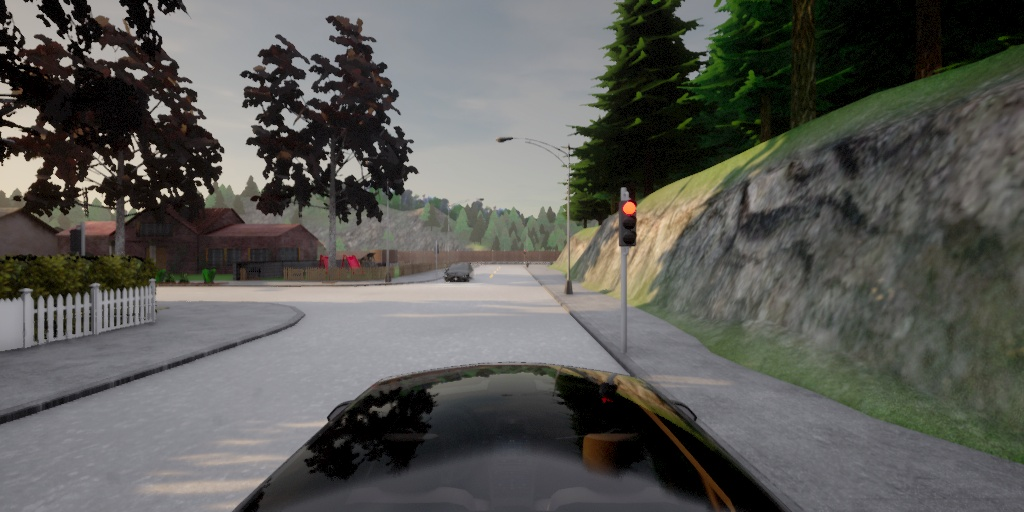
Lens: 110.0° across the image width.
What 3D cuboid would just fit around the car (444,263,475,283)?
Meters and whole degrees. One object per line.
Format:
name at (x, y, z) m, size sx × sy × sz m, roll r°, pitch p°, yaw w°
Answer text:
car at (-3.998, 1.315, 27.842) m, size 1.837 × 1.490 × 4.892 m, roll 0°, pitch 1°, yaw 0°
